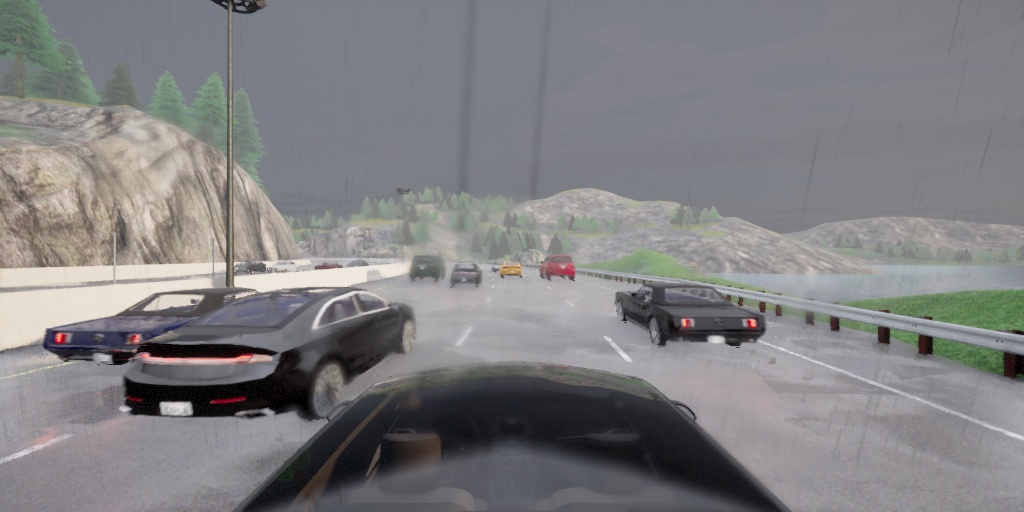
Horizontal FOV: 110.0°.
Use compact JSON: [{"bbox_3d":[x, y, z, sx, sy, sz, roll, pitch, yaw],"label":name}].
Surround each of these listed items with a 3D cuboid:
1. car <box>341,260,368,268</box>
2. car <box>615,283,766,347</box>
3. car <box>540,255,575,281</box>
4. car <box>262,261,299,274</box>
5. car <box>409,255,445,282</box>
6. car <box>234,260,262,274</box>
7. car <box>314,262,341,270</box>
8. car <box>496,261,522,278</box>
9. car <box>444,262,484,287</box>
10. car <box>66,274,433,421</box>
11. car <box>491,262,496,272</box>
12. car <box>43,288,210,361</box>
[{"bbox_3d":[-19.406,1.261,45.011,1.837,1.490,4.892,0,-1,-9],"label":"car"},{"bbox_3d":[4.112,1.351,9.295,1.895,1.301,4.718,0,0,2],"label":"car"},{"bbox_3d":[3.710,0.973,29.869,2.150,2.045,5.566,0,0,-4],"label":"car"},{"bbox_3d":[-25.810,1.279,40.644,1.812,1.442,4.674,0,0,-9],"label":"car"},{"bbox_3d":[-6.773,0.974,29.125,2.150,2.045,5.566,0,0,-3],"label":"car"},{"bbox_3d":[-29.212,1.245,39.692,2.128,1.511,4.902,0,0,-8],"label":"car"},{"bbox_3d":[-22.880,1.355,44.615,1.895,1.301,4.718,0,0,-9],"label":"car"},{"bbox_3d":[-0.193,1.230,34.141,1.882,1.535,5.008,0,0,-5],"label":"car"},{"bbox_3d":[-2.981,1.242,24.034,2.128,1.511,4.902,0,0,-2],"label":"car"},{"bbox_3d":[-3.074,1.242,5.843,2.128,1.511,4.902,0,0,3],"label":"car"},{"bbox_3d":[-1.509,1.354,44.891,1.895,1.301,4.718,0,0,-9],"label":"car"},{"bbox_3d":[-6.453,1.352,7.985,1.895,1.301,4.718,0,0,3],"label":"car"}]
